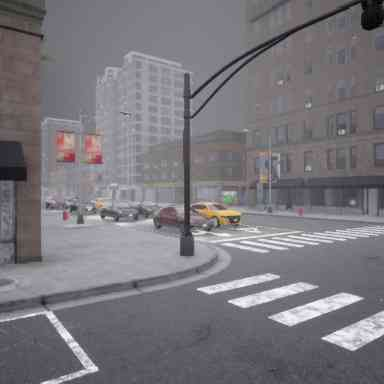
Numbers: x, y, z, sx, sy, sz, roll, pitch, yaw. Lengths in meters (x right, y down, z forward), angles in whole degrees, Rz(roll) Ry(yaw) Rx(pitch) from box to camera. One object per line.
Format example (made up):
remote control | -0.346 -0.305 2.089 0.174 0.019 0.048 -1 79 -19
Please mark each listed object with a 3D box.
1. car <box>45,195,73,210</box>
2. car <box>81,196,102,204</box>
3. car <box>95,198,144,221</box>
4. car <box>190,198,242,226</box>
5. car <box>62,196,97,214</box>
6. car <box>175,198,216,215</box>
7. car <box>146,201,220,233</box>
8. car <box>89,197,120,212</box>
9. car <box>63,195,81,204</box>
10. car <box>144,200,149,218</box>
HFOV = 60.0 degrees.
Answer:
car | -17.429 1.288 42.874 2.097 1.767 4.553 0 0 -35
car | -18.589 1.446 61.406 2.033 1.411 5.357 0 0 -36
car | -5.988 1.491 26.975 1.812 1.442 4.674 0 0 -36
car | 1.244 1.451 22.488 1.882 1.535 5.008 0 0 -35
car | -11.433 1.443 34.509 2.128 1.511 4.902 0 0 -36
car | 0.259 1.454 35.302 1.837 1.490 4.892 0 1 -36
car | -0.667 1.505 19.601 1.812 1.442 4.674 0 0 -35
car | -10.136 1.422 38.272 1.882 1.535 5.008 0 0 -36
car | -21.711 1.407 60.187 1.837 1.490 4.892 0 0 -36
car | -4.199 1.485 30.051 1.812 1.442 4.674 0 0 -36
